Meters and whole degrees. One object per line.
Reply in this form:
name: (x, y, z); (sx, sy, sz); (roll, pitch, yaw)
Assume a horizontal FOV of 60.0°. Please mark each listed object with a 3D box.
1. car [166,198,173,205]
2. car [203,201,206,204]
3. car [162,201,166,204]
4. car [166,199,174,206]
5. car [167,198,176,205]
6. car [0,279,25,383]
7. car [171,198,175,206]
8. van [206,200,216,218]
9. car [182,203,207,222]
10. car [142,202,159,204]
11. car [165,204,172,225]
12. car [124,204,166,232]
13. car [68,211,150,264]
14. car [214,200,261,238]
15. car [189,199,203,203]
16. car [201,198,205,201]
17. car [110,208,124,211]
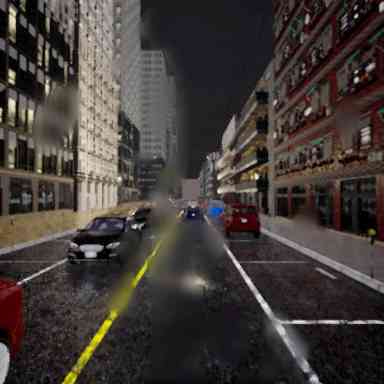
car: (-5.652, 2.586, 69.519); (2.008, 1.369, 4.403); (0, -1, 0)
car: (2.713, 2.169, 41.764); (2.008, 1.369, 4.403); (0, -1, 0)
car: (-5.661, 2.333, 52.869); (2.008, 1.369, 4.403); (0, -1, 0)
car: (-5.642, 2.730, 86.172); (1.967, 1.590, 4.097); (0, -1, 0)
car: (-5.639, 2.690, 91.724); (2.192, 1.841, 5.009); (0, -1, 0)
car: (-3.088, 1.511, 2.225); (1.882, 1.535, 5.008); (0, -1, 0)
car: (-5.645, 2.786, 80.619); (1.802, 1.307, 4.206); (0, -1, 0)
van: (2.709, 1.876, 36.217); (1.690, 1.788, 3.998); (0, -1, 0)
car: (0.121, 2.024, 31.241); (1.994, 1.385, 4.181); (0, -1, 0)
car: (-5.668, 2.056, 41.769); (1.967, 1.590, 4.097); (0, -1, 0)
car: (-2.984, 2.012, 27.964); (1.994, 1.385, 4.181); (0, -1, 0)
car: (-3.066, 1.841, 22.858); (1.837, 1.490, 4.892); (0, -1, 0)
car: (-3.075, 1.677, 12.584); (2.128, 1.511, 4.902); (0, -1, 0)
car: (2.699, 1.604, 19.567); (2.192, 1.841, 5.009); (0, -1, 0)
car: (0.066, 2.171, 45.866); (2.128, 1.511, 4.902); (0, -1, 1)
car: (2.715, 2.016, 47.318); (2.192, 1.841, 5.009); (0, -1, 0)
car: (-5.677, 1.891, 24.947); (1.752, 1.417, 4.829); (0, -1, 0)
